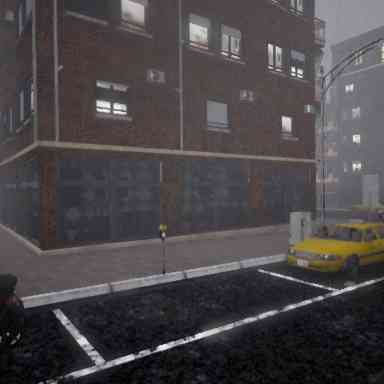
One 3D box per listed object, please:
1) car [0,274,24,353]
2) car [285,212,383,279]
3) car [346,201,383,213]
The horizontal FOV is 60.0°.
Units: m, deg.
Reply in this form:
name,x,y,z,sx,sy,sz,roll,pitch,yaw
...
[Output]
name,x,y,z,sx,sy,sz,roll,pitch,yaw
car,-4.255,1.549,3.538,4.403,1.369,2.008,0,-1,-35
car,4.829,1.521,10.018,4.829,1.417,1.752,0,-1,-35
car,18.762,1.495,34.921,1.752,1.417,4.829,-1,1,-36
